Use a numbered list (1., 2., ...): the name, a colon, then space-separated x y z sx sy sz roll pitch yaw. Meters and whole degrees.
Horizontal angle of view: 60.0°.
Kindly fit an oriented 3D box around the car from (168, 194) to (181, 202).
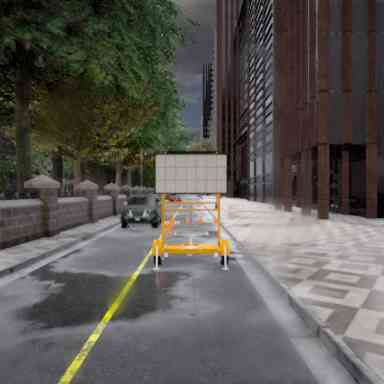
1. car: -3.220 1.176 63.162 2.150 2.045 5.566 0 0 0

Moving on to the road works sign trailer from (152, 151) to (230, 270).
1. road works sign trailer: -0.029 0.464 11.017 2.380 3.560 2.880 0 0 0

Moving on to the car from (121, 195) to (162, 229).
1. car: -3.158 1.214 21.955 2.150 2.045 5.566 0 0 0
